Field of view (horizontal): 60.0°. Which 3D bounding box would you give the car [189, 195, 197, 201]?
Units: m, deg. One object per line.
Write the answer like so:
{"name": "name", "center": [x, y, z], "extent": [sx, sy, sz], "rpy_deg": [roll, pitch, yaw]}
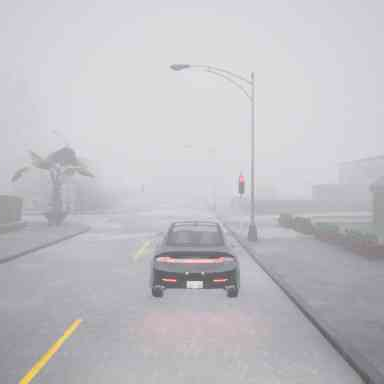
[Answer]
{"name": "car", "center": [0.331, 1.550, 84.713], "extent": [1.994, 1.385, 4.181], "rpy_deg": [0, 0, 0]}

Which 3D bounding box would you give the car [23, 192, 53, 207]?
{"name": "car", "center": [-19.593, 0.990, 43.001], "extent": [1.905, 1.878, 3.866], "rpy_deg": [0, 0, 35]}

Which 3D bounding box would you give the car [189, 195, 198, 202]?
{"name": "car", "center": [0.290, 1.473, 74.478], "extent": [1.882, 1.535, 5.008], "rpy_deg": [0, 0, 0]}

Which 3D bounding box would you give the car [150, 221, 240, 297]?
{"name": "car", "center": [0.084, 1.492, 8.543], "extent": [2.128, 1.511, 4.902], "rpy_deg": [0, 0, 1]}
